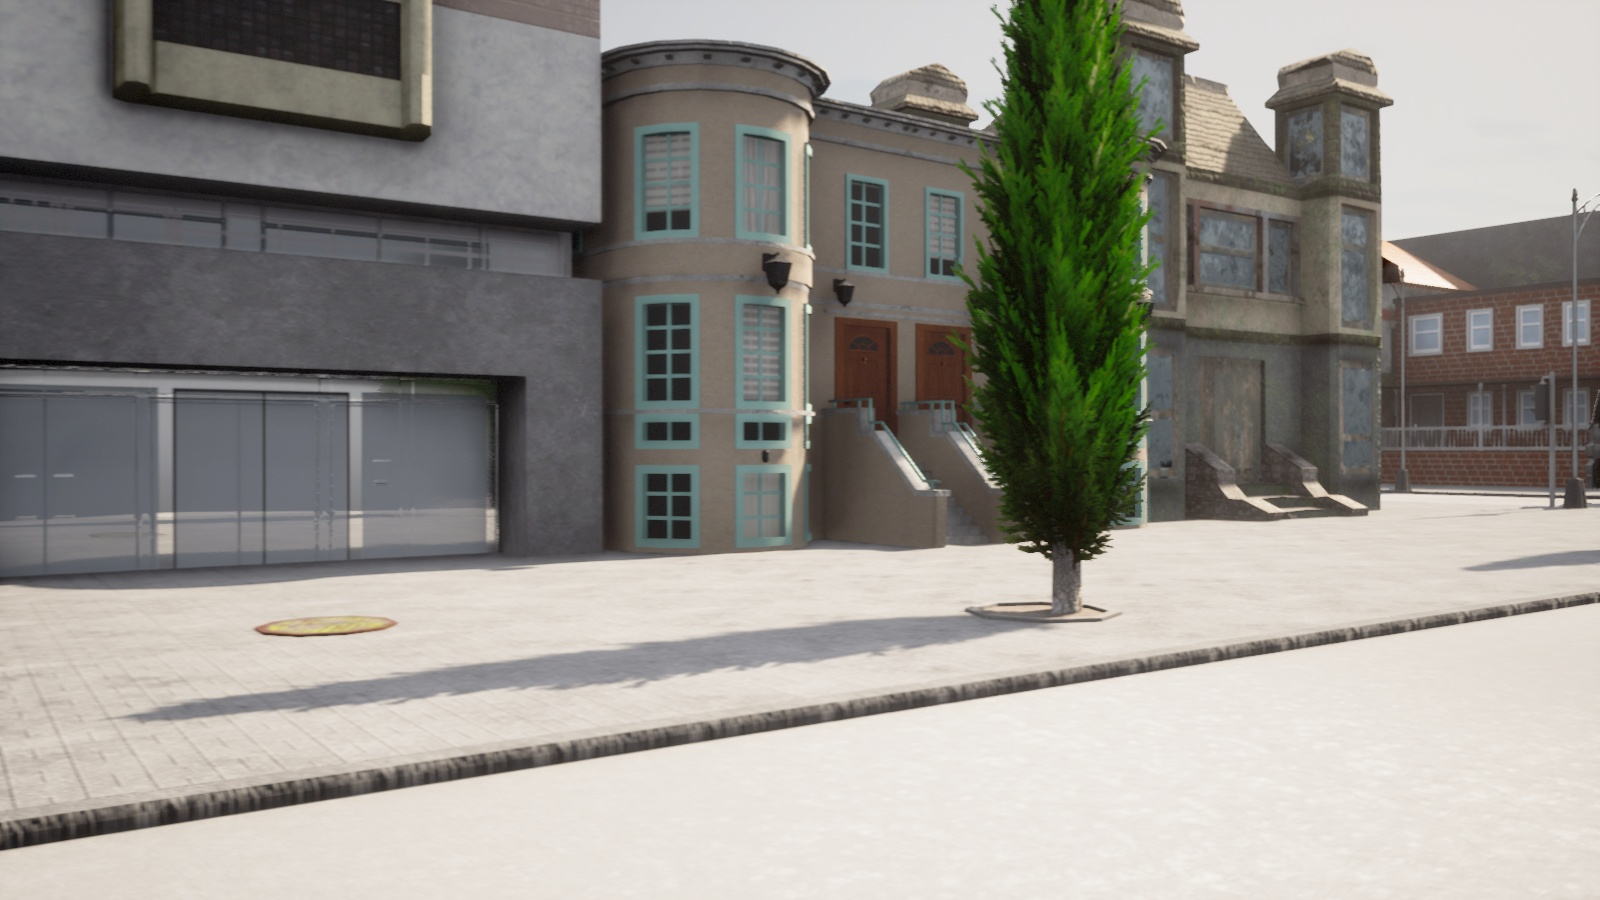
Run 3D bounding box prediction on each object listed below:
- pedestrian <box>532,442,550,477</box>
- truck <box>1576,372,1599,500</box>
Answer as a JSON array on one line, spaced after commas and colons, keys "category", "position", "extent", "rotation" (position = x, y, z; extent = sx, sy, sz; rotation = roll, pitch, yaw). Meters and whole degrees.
[{"category": "pedestrian", "position": [-14.421, 0.524, 69.915], "extent": [0.659, 1.952, 0.873], "rotation": [0, 0, -39]}, {"category": "truck", "position": [23.967, -0.388, 31.151], "extent": [2.891, 3.462, 7.936], "rotation": [0, 0, -20]}]
